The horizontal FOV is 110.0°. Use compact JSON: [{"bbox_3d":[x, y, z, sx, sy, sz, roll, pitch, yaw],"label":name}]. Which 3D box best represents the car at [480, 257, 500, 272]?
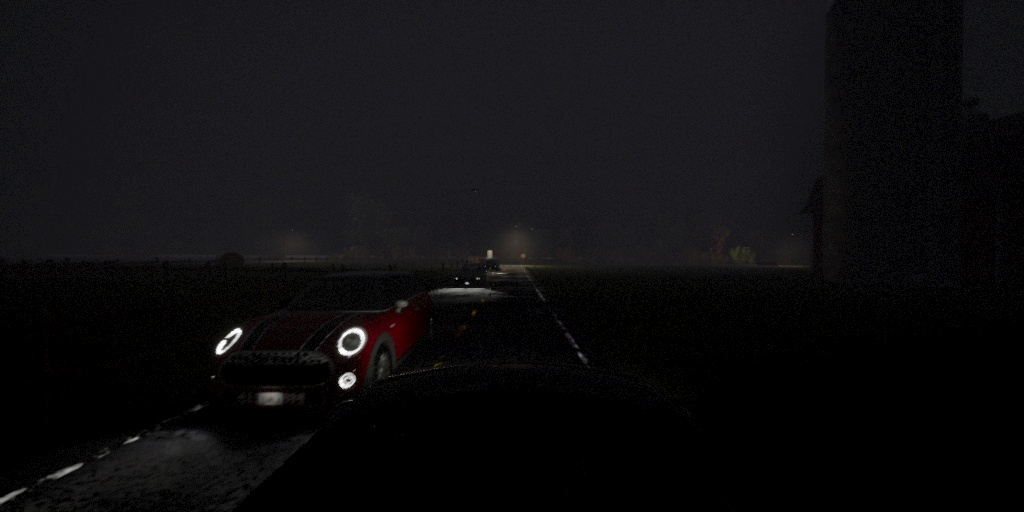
[{"bbox_3d":[-2.544,1.193,44.472,1.837,1.490,4.892,0,0,0],"label":"car"}]

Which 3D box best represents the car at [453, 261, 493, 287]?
[{"bbox_3d":[-2.702,1.263,24.419,2.033,1.411,5.357,0,0,1],"label":"car"}]

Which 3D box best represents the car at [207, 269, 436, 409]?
[{"bbox_3d":[-2.831,1.091,6.473,2.097,1.767,4.553,0,0,0],"label":"car"}]
